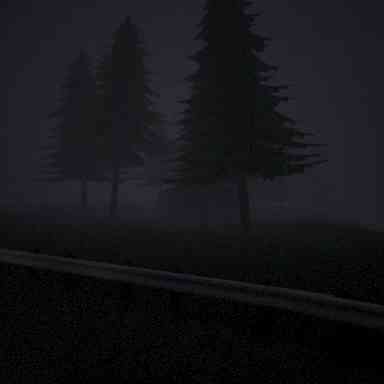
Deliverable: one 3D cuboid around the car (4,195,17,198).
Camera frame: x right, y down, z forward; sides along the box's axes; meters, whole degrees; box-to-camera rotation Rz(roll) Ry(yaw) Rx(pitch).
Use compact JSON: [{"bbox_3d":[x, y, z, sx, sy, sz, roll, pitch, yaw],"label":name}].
[{"bbox_3d":[-39.018,1.478,71.413,1.882,1.535,5.008,0,0,5],"label":"car"}]
